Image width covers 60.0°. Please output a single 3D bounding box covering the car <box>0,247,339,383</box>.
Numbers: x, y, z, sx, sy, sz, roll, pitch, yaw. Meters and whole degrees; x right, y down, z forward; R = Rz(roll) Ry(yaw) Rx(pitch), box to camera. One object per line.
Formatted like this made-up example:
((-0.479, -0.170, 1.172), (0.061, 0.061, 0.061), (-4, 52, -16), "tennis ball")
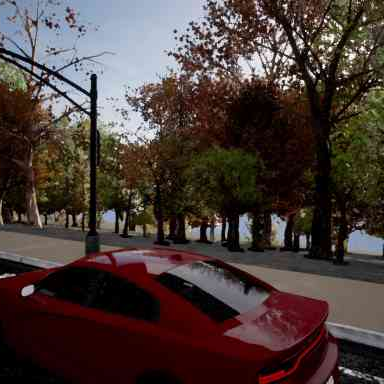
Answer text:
((-0.849, 1.477, 4.282), (5.008, 1.535, 1.882), (0, 0, 35), "car")
